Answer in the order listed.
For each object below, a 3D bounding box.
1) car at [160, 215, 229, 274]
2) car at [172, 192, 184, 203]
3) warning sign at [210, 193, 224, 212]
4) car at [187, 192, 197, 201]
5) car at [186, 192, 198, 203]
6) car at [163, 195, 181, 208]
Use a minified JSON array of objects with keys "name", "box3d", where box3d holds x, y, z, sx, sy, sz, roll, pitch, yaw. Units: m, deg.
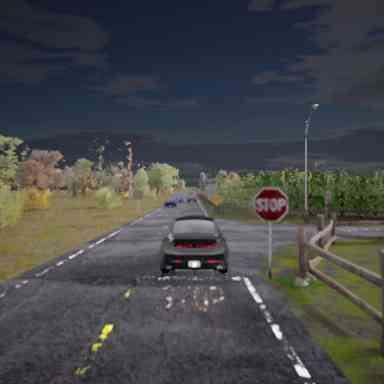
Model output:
[{"name":"car","box3d":[0.070,1.489,10.533,1.837,1.490,4.892,0,1,0]},{"name":"car","box3d":[-2.768,1.066,63.067,2.150,2.045,5.566,0,0,0]},{"name":"warning sign","box3d":[2.450,1.053,32.724,1.300,1.860,1.060,0,0,0]},{"name":"car","box3d":[0.004,0.992,75.204,2.150,2.045,5.566,0,0,0]},{"name":"car","box3d":[0.004,1.345,64.757,1.837,1.490,4.892,0,0,0]},{"name":"car","box3d":[-2.837,1.506,45.617,1.895,1.301,4.718,0,0,0]}]
